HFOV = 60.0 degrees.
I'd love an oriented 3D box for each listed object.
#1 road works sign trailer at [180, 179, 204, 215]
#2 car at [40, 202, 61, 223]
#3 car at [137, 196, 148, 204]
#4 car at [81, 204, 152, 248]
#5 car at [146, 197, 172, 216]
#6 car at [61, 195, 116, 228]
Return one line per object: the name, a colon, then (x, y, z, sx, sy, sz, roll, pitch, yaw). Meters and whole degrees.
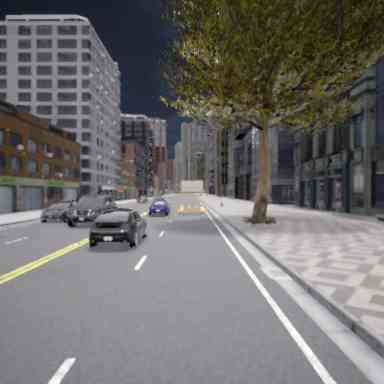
road works sign trailer: (-0.002, 0.470, 33.435, 2.380, 3.560, 2.880, 0, 0, 0)
car: (-9.842, 1.510, 25.455, 1.837, 1.490, 4.892, 0, 0, 0)
car: (-9.755, 1.551, 65.911, 1.812, 1.442, 4.674, 0, 0, 0)
car: (-3.151, 1.506, 14.876, 1.837, 1.490, 4.892, 0, 0, 0)
car: (-3.153, 1.531, 33.102, 1.812, 1.442, 4.674, 0, 0, 0)
car: (-6.597, 1.221, 22.631, 2.150, 2.045, 5.566, 0, 0, 0)
